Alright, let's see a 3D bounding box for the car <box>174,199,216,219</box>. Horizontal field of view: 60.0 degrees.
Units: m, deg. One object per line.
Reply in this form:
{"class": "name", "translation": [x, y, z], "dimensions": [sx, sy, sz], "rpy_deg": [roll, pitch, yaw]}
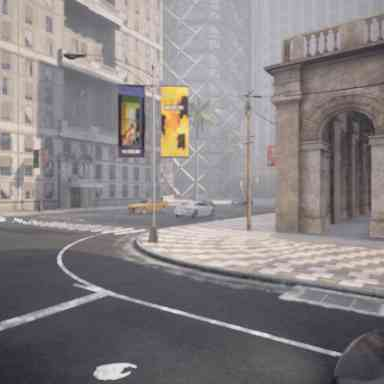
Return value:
{"class": "car", "translation": [0.284, 1.521, 29.280], "dimensions": [1.812, 1.442, 4.674], "rpy_deg": [0, 0, 35]}

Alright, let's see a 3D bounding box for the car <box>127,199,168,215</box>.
{"class": "car", "translation": [-4.555, 1.472, 34.848], "dimensions": [1.882, 1.535, 5.008], "rpy_deg": [0, 0, 35]}

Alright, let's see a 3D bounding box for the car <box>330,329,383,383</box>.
{"class": "car", "translation": [3.282, 1.505, 1.651], "dimensions": [4.892, 1.490, 1.837], "rpy_deg": [0, 0, 36]}

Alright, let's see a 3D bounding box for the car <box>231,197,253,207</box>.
{"class": "car", "translation": [7.917, 1.485, 52.220], "dimensions": [2.128, 1.511, 4.902], "rpy_deg": [0, 0, 36]}

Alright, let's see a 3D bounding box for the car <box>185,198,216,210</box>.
{"class": "car", "translation": [1.197, 1.558, 42.927], "dimensions": [1.994, 1.385, 4.181], "rpy_deg": [0, 0, 36]}
